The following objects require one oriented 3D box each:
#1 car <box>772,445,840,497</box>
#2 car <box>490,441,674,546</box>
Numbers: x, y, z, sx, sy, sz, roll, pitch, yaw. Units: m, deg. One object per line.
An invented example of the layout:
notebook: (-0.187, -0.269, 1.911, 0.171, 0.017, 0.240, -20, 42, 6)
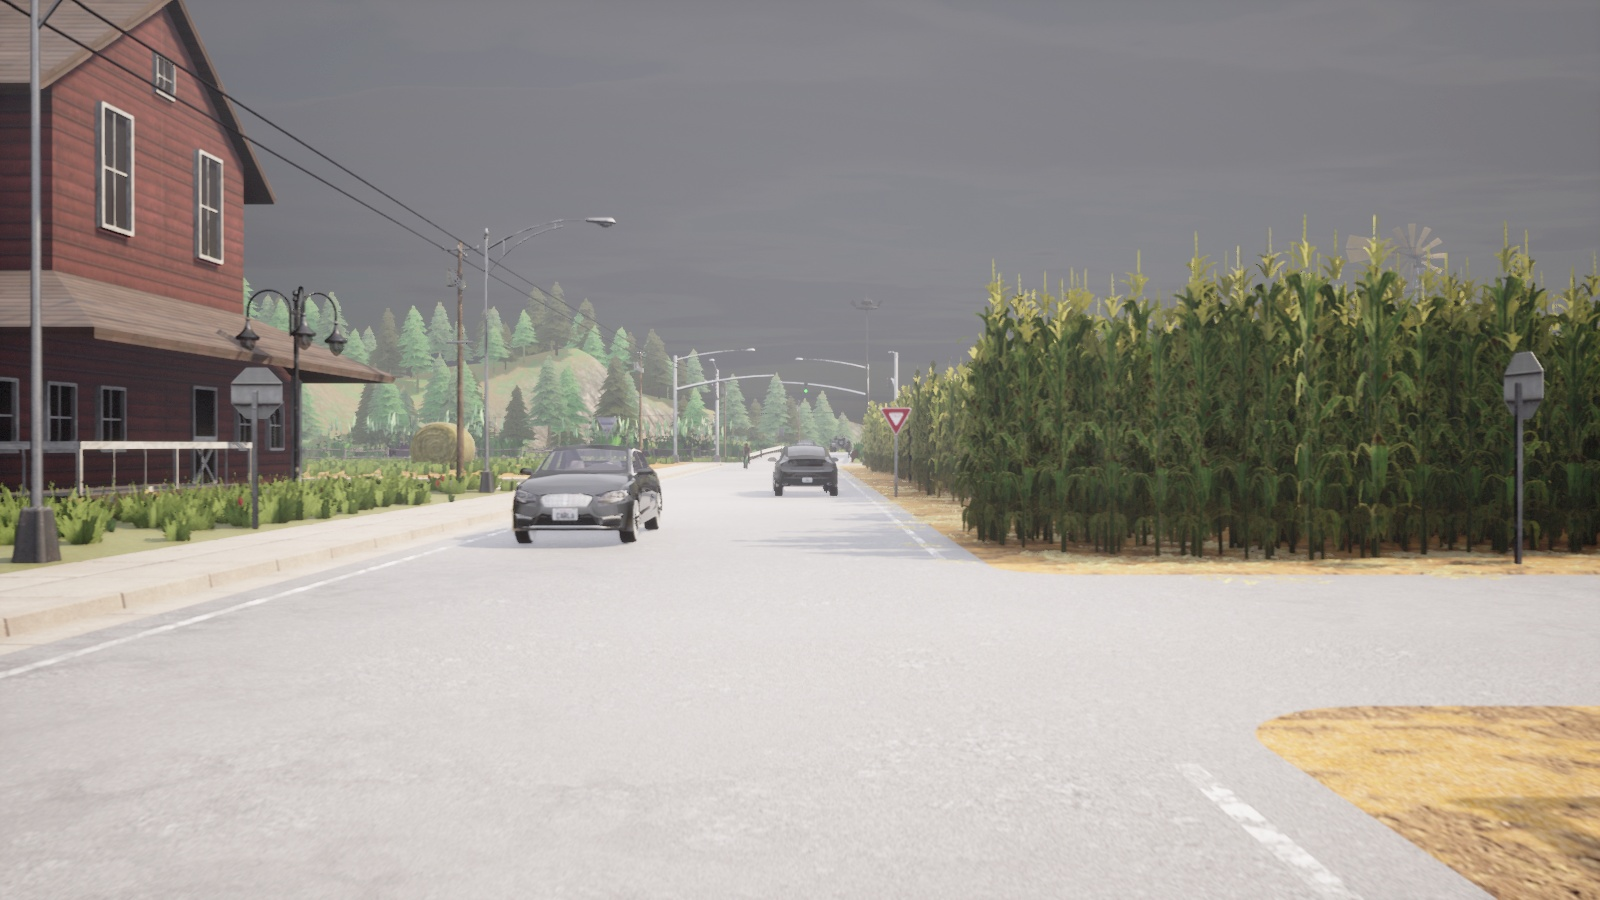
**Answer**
car: (0.112, 0.595, 38.386, 1.837, 1.490, 4.892, 0, 0, -2)
car: (-3.382, 0.618, 20.527, 2.128, 1.511, 4.902, 0, 0, 0)
